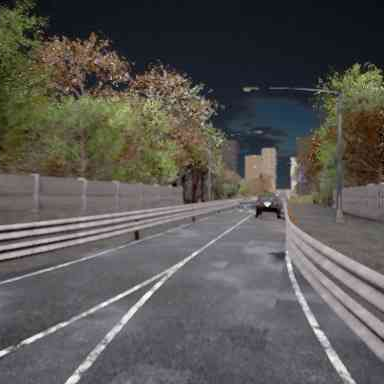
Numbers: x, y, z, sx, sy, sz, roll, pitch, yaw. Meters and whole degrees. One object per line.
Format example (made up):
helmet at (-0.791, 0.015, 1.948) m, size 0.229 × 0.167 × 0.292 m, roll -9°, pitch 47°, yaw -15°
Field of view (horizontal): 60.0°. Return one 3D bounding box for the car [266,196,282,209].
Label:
car at (11.877, 1.490, 48.246) m, size 2.097 × 1.767 × 4.553 m, roll 0°, pitch 0°, yaw 14°

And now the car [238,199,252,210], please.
car at (7.525, 1.636, 45.405) m, size 2.033 × 1.411 × 5.357 m, roll 0°, pitch 0°, yaw 16°

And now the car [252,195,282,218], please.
car at (7.197, 1.275, 31.303) m, size 2.150 × 2.045 × 5.566 m, roll 0°, pitch -1°, yaw 15°
